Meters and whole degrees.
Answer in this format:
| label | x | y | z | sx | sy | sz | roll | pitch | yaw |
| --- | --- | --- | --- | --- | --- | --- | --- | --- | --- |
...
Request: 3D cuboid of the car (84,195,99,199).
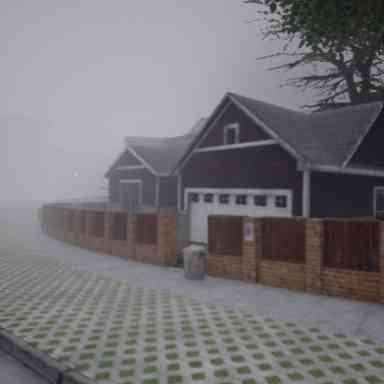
| label | x | y | z | sx | sy | sz | roll | pitch | yaw |
| --- | --- | --- | --- | --- | --- | --- | --- | --- | --- |
| car | -19.067 | 1.332 | 65.619 | 1.895 | 1.301 | 4.718 | 1 | 2 | 18 |
